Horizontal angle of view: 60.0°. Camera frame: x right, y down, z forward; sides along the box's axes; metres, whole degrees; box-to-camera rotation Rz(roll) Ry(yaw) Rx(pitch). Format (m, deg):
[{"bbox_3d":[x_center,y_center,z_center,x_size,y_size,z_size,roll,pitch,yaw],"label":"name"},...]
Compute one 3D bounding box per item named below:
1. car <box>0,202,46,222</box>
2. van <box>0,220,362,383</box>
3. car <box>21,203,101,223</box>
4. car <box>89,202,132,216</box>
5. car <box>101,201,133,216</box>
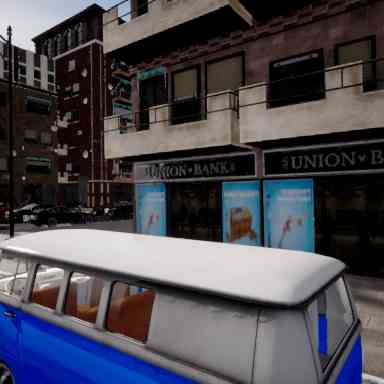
[{"bbox_3d":[-12.484,1.636,26.980,1.837,1.490,4.892,-1,-1,36],"label":"car"},{"bbox_3d":[-0.516,1.342,3.219,3.998,1.788,1.690,0,-1,35],"label":"van"},{"bbox_3d":[-8.691,1.584,22.357,1.947,1.339,4.313,-2,-1,36],"label":"car"},{"bbox_3d":[-8.820,1.799,36.408,1.947,1.339,4.313,-2,-1,36],"label":"car"},{"bbox_3d":[-6.940,1.674,34.581,2.128,1.511,4.902,-1,-1,36],"label":"car"}]
